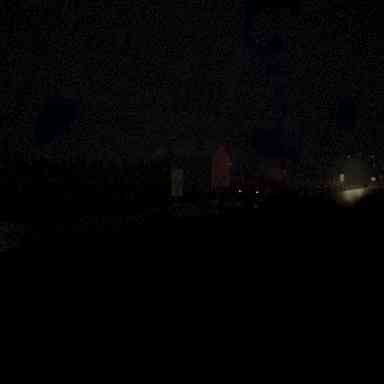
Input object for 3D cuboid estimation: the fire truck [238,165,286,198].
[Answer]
[{"bbox_3d":[8.907,-1.356,41.460,2.891,3.827,8.468,3,4,36],"label":"fire truck"}]
